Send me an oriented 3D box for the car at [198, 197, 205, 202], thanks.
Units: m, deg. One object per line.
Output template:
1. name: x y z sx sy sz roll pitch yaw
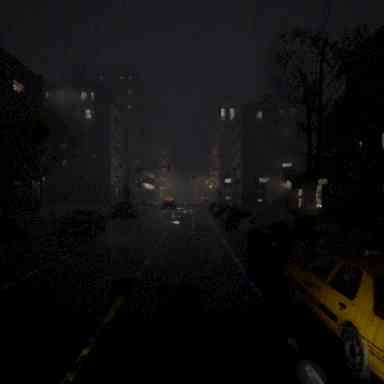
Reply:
1. car: 2.713 1.998 93.505 1.947 1.339 4.313 0 0 0

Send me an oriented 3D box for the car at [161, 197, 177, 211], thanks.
1. car: -3.007 1.758 44.653 1.994 1.385 4.181 0 0 0

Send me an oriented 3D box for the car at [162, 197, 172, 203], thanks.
1. car: -5.761 1.895 77.738 1.887 1.381 4.507 0 0 0

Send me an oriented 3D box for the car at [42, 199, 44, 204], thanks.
1. car: -25.669 1.285 52.411 4.507 1.381 1.887 1 -2 0

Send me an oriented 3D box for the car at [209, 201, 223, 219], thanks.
1. car: 2.832 1.709 30.042 1.802 1.307 4.206 0 0 0

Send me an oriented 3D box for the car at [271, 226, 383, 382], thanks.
1. car: 2.758 1.547 5.275 1.752 1.417 4.829 0 0 0

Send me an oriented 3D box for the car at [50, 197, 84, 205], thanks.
1. car: -19.987 1.391 52.386 4.507 1.381 1.887 1 -2 0

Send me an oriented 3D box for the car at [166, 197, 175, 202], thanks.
1. car: -5.668 1.954 87.841 2.008 1.369 4.403 0 0 0

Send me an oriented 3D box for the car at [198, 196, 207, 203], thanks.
1. car: 2.822 1.784 76.515 1.967 1.590 4.097 0 0 0

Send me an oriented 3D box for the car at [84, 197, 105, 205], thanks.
1. car: -16.501 1.531 55.170 4.181 1.385 1.994 2 -1 -1

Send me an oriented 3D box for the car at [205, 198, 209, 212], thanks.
1. car: 2.833 1.712 39.044 1.887 1.381 4.507 0 0 0

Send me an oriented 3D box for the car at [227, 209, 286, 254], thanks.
1. car: 2.800 1.607 13.496 2.008 1.369 4.403 0 0 0

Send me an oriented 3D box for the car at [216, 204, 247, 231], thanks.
1. car: 2.830 1.654 21.041 1.947 1.339 4.313 0 0 0

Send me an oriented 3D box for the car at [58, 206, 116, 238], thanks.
1. car: -5.803 1.627 18.125 2.008 1.369 4.403 0 0 0

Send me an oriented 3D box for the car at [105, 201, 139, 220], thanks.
1. car: -5.807 1.563 28.944 1.967 1.590 4.097 0 0 0

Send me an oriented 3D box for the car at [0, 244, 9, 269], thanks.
1. car: -5.751 1.555 6.889 1.752 1.417 4.829 1 0 0
